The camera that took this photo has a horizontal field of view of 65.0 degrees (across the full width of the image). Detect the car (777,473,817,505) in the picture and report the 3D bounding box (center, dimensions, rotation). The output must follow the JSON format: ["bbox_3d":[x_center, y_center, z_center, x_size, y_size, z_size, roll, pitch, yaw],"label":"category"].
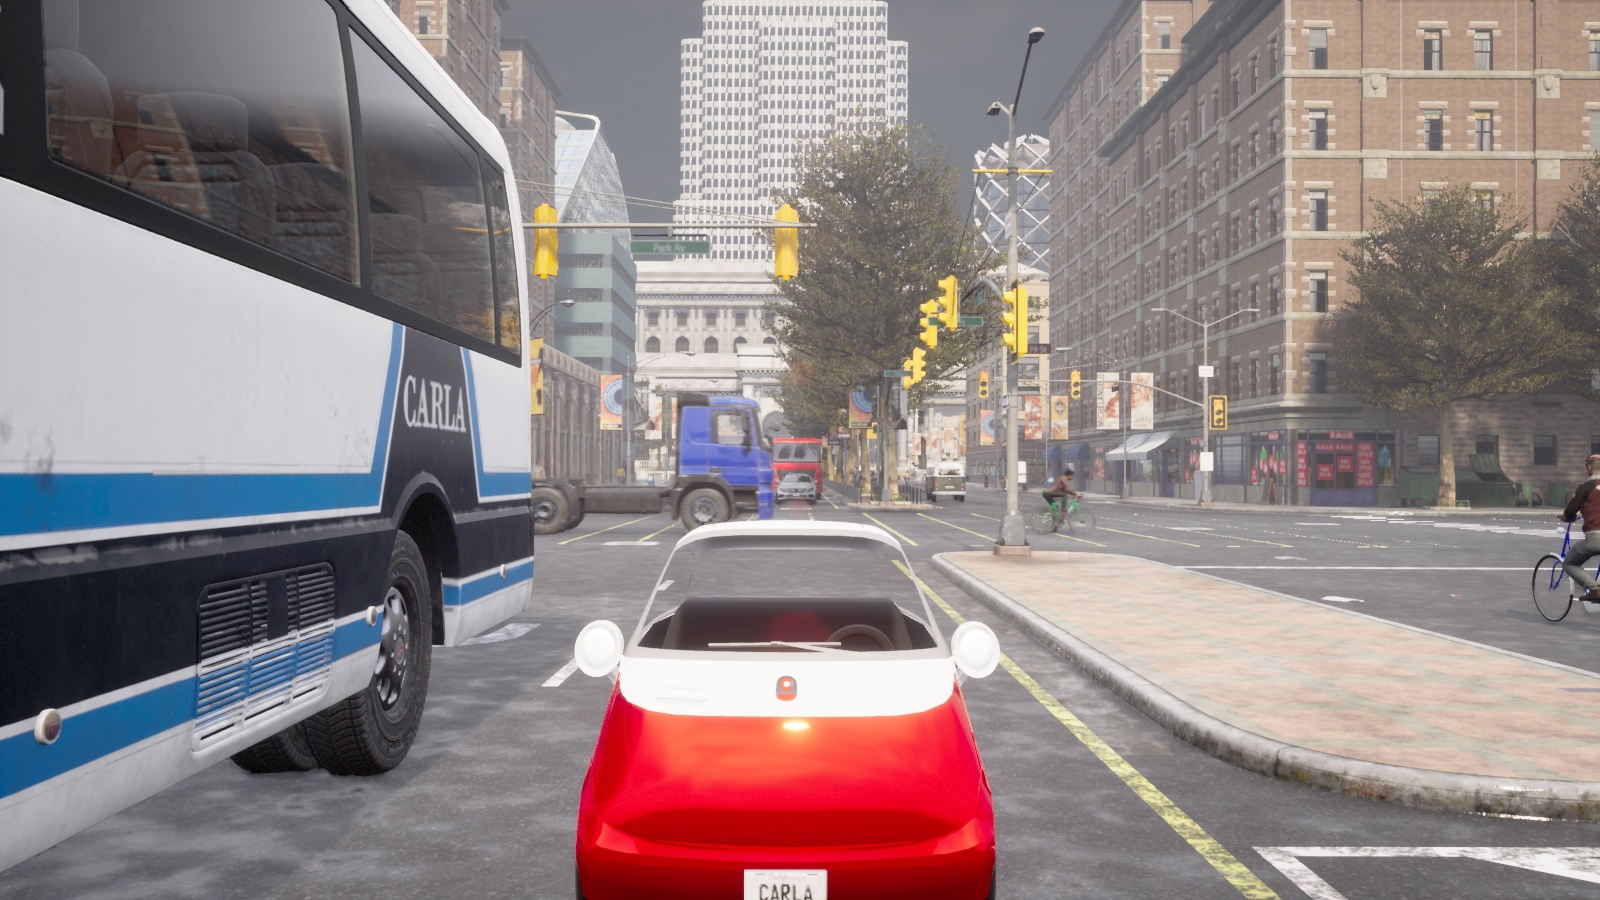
[{"bbox_3d":[-0.118,1.859,60.803,1.812,1.442,4.674,0,-1,1],"label":"car"}]

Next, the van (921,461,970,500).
[{"bbox_3d":[7.808,1.641,67.715,2.069,2.038,4.480,0,-1,0],"label":"van"}]

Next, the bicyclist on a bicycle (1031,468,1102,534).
[{"bbox_3d":[6.666,1.267,31.421,1.656,1.620,0.582,0,-1,0],"label":"bicyclist on a bicycle"}]

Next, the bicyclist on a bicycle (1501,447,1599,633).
[{"bbox_3d":[7.942,0.866,12.700,0.659,1.776,1.843,0,-1,0],"label":"bicyclist on a bicycle"}]

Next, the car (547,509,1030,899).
[{"bbox_3d":[-0.039,0.953,4.966,1.481,1.376,2.207,0,-1,0],"label":"car"}]

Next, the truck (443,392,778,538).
[{"bbox_3d":[-4.530,0.376,31.347,7.936,3.462,2.891,0,-1,0],"label":"truck"}]

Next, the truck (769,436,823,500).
[{"bbox_3d":[-0.204,1.037,71.874,2.891,3.462,7.936,0,-1,0],"label":"truck"}]

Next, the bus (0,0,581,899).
[{"bbox_3d":[-3.542,-0.482,3.917,3.944,4.253,10.273,0,-1,0],"label":"bus"}]

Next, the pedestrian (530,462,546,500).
[{"bbox_3d":[-13.707,1.628,65.772,0.659,1.952,0.873,0,-1,0],"label":"pedestrian"}]
